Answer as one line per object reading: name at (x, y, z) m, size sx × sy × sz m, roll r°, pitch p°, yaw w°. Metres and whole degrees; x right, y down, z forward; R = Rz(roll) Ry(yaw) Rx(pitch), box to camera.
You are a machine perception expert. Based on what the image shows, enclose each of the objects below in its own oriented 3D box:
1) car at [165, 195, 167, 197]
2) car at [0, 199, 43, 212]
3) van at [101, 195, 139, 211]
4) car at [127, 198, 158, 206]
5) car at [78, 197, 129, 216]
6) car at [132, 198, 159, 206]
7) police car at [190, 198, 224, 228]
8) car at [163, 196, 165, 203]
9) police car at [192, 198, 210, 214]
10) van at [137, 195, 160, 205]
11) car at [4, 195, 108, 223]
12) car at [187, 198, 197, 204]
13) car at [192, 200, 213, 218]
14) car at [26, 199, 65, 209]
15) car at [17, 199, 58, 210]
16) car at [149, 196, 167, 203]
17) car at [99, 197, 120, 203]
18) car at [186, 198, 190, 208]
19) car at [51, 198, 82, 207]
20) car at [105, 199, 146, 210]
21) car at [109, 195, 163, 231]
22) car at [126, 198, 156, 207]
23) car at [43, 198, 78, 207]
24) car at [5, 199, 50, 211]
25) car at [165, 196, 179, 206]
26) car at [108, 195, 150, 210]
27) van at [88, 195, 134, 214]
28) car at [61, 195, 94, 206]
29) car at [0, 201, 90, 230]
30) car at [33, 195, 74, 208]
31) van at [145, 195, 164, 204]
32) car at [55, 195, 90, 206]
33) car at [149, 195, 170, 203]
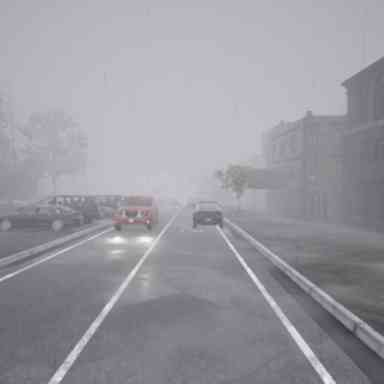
car at (-8.909, 2.006, 75.399) m, size 5.008 × 1.535 × 2.097 m, roll 0°, pitch -1°, yaw 0°
car at (-21.756, 1.627, 41.646) m, size 5.366 × 1.575 × 1.946 m, roll 0°, pitch -1°, yaw 0°
van at (-8.978, 1.404, 41.766) m, size 4.442 × 1.987 × 1.878 m, roll 0°, pitch -1°, yaw 0°
car at (-9.078, 1.828, 61.383) m, size 5.366 × 1.575 × 1.946 m, roll 0°, pitch -1°, yaw 0°
car at (-8.821, 1.427, 33.355) m, size 4.553 × 1.767 × 2.185 m, roll 0°, pitch -1°, yaw 0°
car at (-8.926, 1.895, 64.186) m, size 4.792 × 1.488 × 2.163 m, roll 0°, pitch -1°, yaw 0°
police car at (0.970, 1.425, 22.016) m, size 1.930 × 1.638 × 5.238 m, roll 0°, pitch 0°, yaw 0°
car at (-8.880, 2.000, 72.595) m, size 4.792 × 1.488 × 2.163 m, roll 0°, pitch -1°, yaw 0°
police car at (0.966, 1.555, 38.044) m, size 1.930 × 1.638 × 5.238 m, roll 0°, pitch -1°, yaw 0°
van at (-8.784, 1.675, 66.993) m, size 4.442 × 1.987 × 1.878 m, roll 0°, pitch -1°, yaw 0°
car at (-8.880, 1.225, 22.145) m, size 5.566 × 2.045 × 2.435 m, roll 0°, pitch 0°, yaw 0°
car at (-0.014, 1.912, 72.772) m, size 1.994 × 1.385 × 4.181 m, roll 0°, pitch -1°, yaw 0°
car at (0.968, 1.579, 31.924) m, size 1.837 × 1.490 × 4.892 m, roll 0°, pitch -1°, yaw 0°
car at (-21.983, 1.738, 50.001) m, size 4.792 × 1.488 × 2.163 m, roll 0°, pitch -1°, yaw 0°
car at (-21.920, 1.712, 47.216) m, size 4.792 × 1.488 × 2.163 m, roll 0°, pitch -1°, yaw 0°
car at (-8.901, 2.020, 86.613) m, size 4.553 × 1.767 × 2.185 m, roll 0°, pitch -1°, yaw 0°
car at (-22.021, 2.179, 89.022) m, size 4.892 × 1.521 × 2.231 m, roll 0°, pitch -1°, yaw 0°
car at (-0.011, 1.836, 54.875) m, size 2.033 × 1.411 × 5.357 m, roll 0°, pitch -1°, yaw 0°
car at (-21.964, 1.835, 58.231) m, size 4.674 × 1.452 × 2.002 m, roll 0°, pitch -1°, yaw 0°
car at (-8.860, 1.656, 44.568) m, size 5.008 × 1.535 × 2.097 m, roll 0°, pitch -1°, yaw 0°
car at (-3.355, 1.216, 21.079) m, size 2.150 × 2.045 × 5.566 m, roll 0°, pitch 0°, yaw 0°
car at (-8.882, 1.797, 58.584) m, size 5.008 × 1.535 × 2.097 m, roll 0°, pitch -1°, yaw 0°
car at (-21.957, 1.766, 55.571) m, size 5.008 × 1.535 × 2.097 m, roll 0°, pitch -1°, yaw 0°
car at (-21.940, 1.656, 44.432) m, size 5.008 × 1.535 × 2.097 m, roll 0°, pitch -1°, yaw 0°
car at (-3.291, 1.910, 61.485) m, size 2.033 × 1.411 × 5.357 m, roll 0°, pitch -1°, yaw 1°
car at (-8.899, 1.431, 47.374) m, size 5.566 × 2.045 × 2.435 m, roll 0°, pitch -1°, yaw 0°
van at (-8.739, 1.353, 36.160) m, size 4.442 × 1.987 × 1.878 m, roll 0°, pitch -1°, yaw 0°
car at (-21.947, 1.611, 63.804) m, size 5.566 × 2.045 × 2.435 m, roll 0°, pitch -1°, yaw 0°
car at (-8.846, 1.467, 19.343) m, size 4.892 × 1.521 × 2.231 m, roll 0°, pitch 0°, yaw 0°
car at (-21.930, 1.484, 52.787) m, size 5.566 × 2.045 × 2.435 m, roll 0°, pitch -1°, yaw 0°
van at (-8.802, 1.815, 78.205) m, size 4.442 × 1.987 × 1.878 m, roll 0°, pitch -1°, yaw 0°
car at (-21.942, 1.578, 61.142) m, size 5.566 × 2.045 × 2.435 m, roll 0°, pitch -1°, yaw 0°
car at (-8.912, 1.965, 92.220) m, size 5.566 × 2.045 × 2.435 m, roll 0°, pitch -1°, yaw 0°
